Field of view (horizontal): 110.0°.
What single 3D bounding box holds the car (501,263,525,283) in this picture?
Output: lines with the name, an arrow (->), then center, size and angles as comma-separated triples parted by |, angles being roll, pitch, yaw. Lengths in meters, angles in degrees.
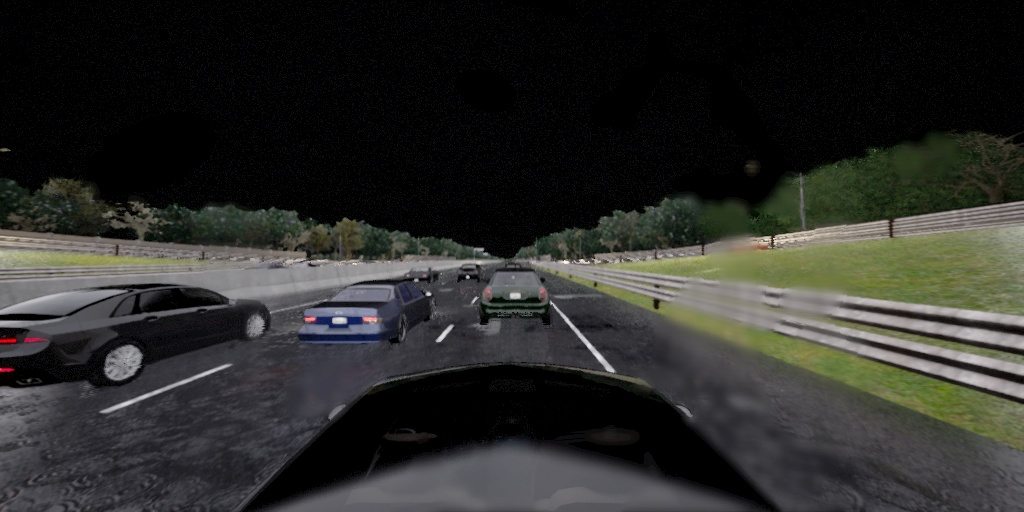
car -> 0.088, 1.392, 30.162 | 1.837, 1.490, 4.892 | 0, 0, 0

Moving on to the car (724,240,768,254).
car -> 30.598, -1.100, 47.054 | 2.150, 2.045, 5.566 | 0, -4, -11

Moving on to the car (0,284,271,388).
car -> -6.903, 1.279, 6.935 | 1.837, 1.490, 4.892 | 0, 0, 0

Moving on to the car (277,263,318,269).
car -> -21.108, 1.444, 36.225 | 1.812, 1.442, 4.674 | 0, 0, 0

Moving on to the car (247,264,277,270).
car -> -24.610, 1.466, 36.216 | 2.033, 1.411, 5.357 | 0, 0, 0

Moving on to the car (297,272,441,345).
car -> -3.404, 1.335, 9.579 | 2.033, 1.411, 5.357 | 0, 0, 0

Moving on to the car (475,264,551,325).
car -> 0.095, 1.152, 12.249 | 2.097, 1.767, 4.553 | 0, 0, 0

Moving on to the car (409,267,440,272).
car -> -6.912, 1.478, 28.198 | 1.895, 1.301, 4.718 | 0, 0, 0

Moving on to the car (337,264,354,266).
car -> -17.606, 1.492, 37.840 | 1.994, 1.385, 4.181 | 0, 0, 0

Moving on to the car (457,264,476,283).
car -> -3.412, 1.391, 30.053 | 1.837, 1.490, 4.892 | 0, 0, 0
